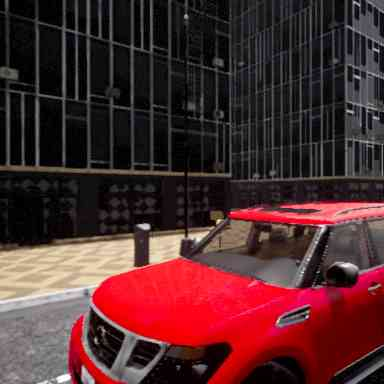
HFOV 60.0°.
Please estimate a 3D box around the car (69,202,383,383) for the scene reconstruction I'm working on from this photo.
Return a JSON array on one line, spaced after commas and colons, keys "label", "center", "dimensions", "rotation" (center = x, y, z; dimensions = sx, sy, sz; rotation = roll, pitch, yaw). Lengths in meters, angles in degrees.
[{"label": "car", "center": [1.384, 1.199, 4.369], "dimensions": [5.566, 2.045, 2.150], "rotation": [0, 0, -36]}]
